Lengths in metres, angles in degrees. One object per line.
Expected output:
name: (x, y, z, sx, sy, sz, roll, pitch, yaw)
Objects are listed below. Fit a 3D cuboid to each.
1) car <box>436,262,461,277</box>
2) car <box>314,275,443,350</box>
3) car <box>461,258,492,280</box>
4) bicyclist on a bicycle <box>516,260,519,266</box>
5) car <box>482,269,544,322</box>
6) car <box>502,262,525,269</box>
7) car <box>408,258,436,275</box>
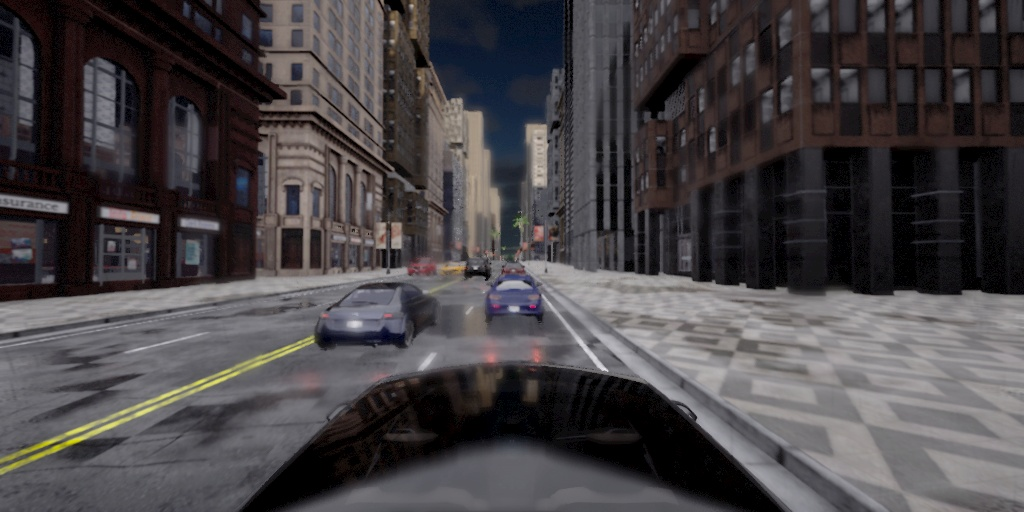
car: (-6.566, 1.464, 39.337, 1.882, 1.535, 5.008, 0, 0, 0)
car: (-3.174, 1.362, 9.268, 1.994, 1.385, 4.181, 0, 0, 0)
car: (-3.130, 1.175, 33.624, 2.150, 2.045, 5.566, 0, 0, 0)
bicyclist on a bicycle: (0.933, 1.455, 56.174, 0.659, 1.776, 1.843, 0, 0, 0)
car: (0.093, 1.344, 12.464, 1.812, 1.442, 4.674, 0, 0, 1)
car: (0.117, 1.302, 33.317, 2.097, 1.767, 4.553, 0, 0, 0)
car: (-9.817, 1.209, 39.787, 2.150, 2.045, 5.566, 0, 0, 0)
